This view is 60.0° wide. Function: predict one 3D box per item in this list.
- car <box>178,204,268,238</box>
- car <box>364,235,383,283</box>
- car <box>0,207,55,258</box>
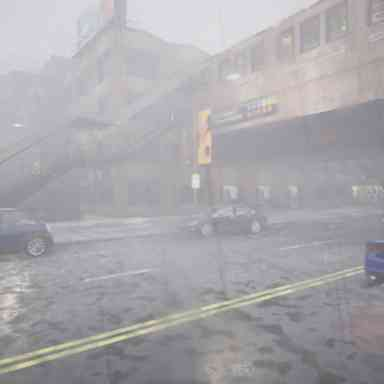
[{"bbox_3d":[1.650,1.414,17.338,4.892,1.521,2.231,0,0,-26],"label":"car"},{"bbox_3d":[6.243,1.420,8.222,5.008,1.535,1.882,-1,0,-35],"label":"car"},{"bbox_3d":[-7.142,1.351,11.107,4.553,1.767,2.185,0,0,-36],"label":"car"}]
